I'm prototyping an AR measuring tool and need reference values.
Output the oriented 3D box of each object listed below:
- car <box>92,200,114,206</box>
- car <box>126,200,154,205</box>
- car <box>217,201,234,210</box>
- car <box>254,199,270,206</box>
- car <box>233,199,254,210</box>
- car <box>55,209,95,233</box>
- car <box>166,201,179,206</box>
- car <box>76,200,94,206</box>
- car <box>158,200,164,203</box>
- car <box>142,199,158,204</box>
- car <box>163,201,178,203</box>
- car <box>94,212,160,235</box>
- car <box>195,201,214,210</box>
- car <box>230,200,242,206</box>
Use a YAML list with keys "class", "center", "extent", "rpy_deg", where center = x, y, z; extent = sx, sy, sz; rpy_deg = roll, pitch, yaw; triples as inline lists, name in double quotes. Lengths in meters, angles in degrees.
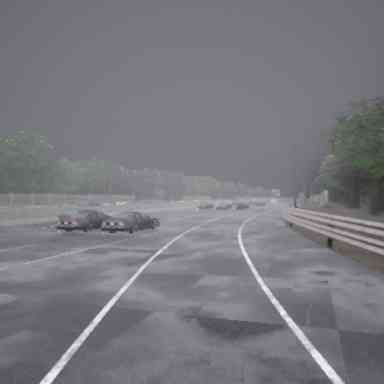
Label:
- class: "car"
  center: [-16.016, 2.766, 62.156]
  extent: [1.812, 1.442, 4.674]
  rpy_deg: [-1, -1, 20]
- class: "car"
  center: [-9.321, 2.647, 60.130]
  extent: [2.128, 1.511, 4.902]
  rpy_deg: [-1, -1, 20]
- class: "car"
  center: [6.077, 2.614, 61.491]
  extent: [1.994, 1.385, 4.181]
  rpy_deg: [-1, -1, 20]
- class: "car"
  center: [17.466, 2.847, 82.791]
  extent: [2.033, 1.411, 5.357]
  rpy_deg: [-1, -1, 20]
- class: "car"
  center: [9.372, 2.510, 60.311]
  extent: [1.837, 1.490, 4.892]
  rpy_deg: [-1, -1, 20]
- class: "car"
  center: [-7.380, 2.111, 24.118]
  extent: [2.033, 1.411, 5.357]
  rpy_deg: [-1, -1, 20]
- class: "car"
  center: [-5.346, 3.225, 91.746]
  extent: [1.895, 1.301, 4.718]
  rpy_deg: [-1, -1, 20]
- class: "car"
  center: [-19.474, 2.501, 62.874]
  extent: [2.150, 2.045, 5.566]
  rpy_deg: [-1, -1, 20]
- class: "car"
  center: [-8.788, 3.034, 92.526]
  extent: [1.882, 1.535, 5.008]
  rpy_deg: [-1, -1, 20]
- class: "car"
  center: [-10.689, 2.658, 76.925]
  extent: [2.150, 2.045, 5.566]
  rpy_deg: [-1, -1, 20]
- class: "car"
  center: [-4.026, 2.822, 74.756]
  extent: [1.882, 1.535, 5.008]
  rpy_deg: [-1, -1, 20]
- class: "car"
  center: [-4.086, 2.065, 22.933]
  extent: [2.033, 1.411, 5.357]
  rpy_deg: [-1, -1, 20]
- class: "car"
  center: [2.787, 2.587, 62.684]
  extent: [2.128, 1.511, 4.902]
  rpy_deg: [-1, -1, 20]
- class: "car"
  center: [11.566, 2.952, 87.068]
  extent: [2.128, 1.511, 4.902]
  rpy_deg: [-1, -1, 20]
